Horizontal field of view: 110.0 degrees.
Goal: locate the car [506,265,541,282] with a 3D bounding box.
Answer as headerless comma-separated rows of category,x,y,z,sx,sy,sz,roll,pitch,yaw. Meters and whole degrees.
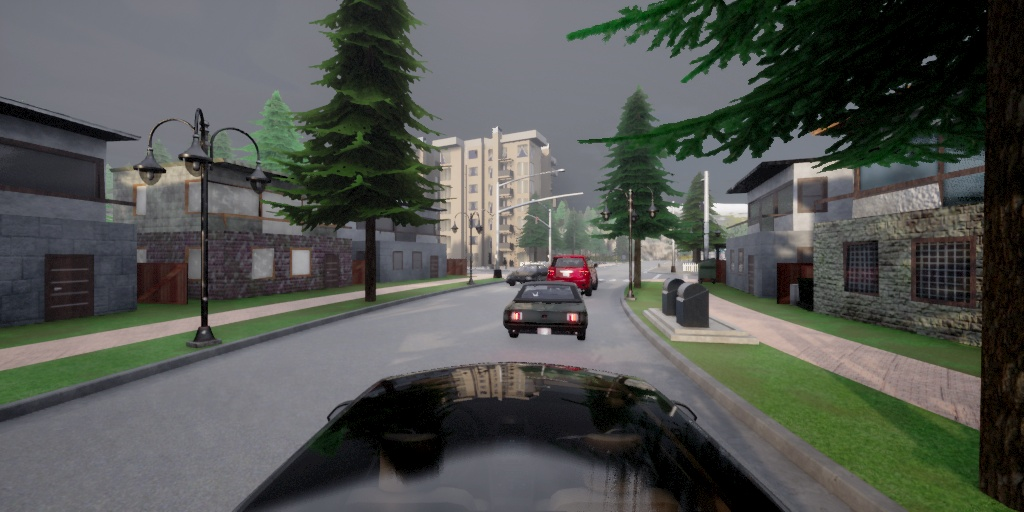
car,1.360,1.298,24.687,2.033,1.411,5.357,0,0,22

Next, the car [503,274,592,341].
car,1.074,1.351,9.992,1.895,1.301,4.718,0,0,9

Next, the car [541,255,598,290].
car,3.376,0.971,19.486,2.150,2.045,5.566,0,0,18
